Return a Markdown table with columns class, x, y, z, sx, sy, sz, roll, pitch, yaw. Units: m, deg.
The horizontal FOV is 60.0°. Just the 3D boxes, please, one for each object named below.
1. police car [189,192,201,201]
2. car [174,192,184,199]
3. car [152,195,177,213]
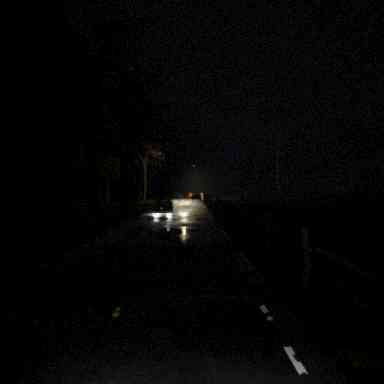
| class | x | y | z | sx | sy | sz | roll | pitch | yaw |
| --- | --- | --- | --- | --- | --- | --- | --- | --- | --- |
| police car | 0.931 | 0.914 | 68.627 | 1.930 | 1.638 | 5.238 | 0 | 0 | 0 |
| car | -2.784 | 0.851 | 74.620 | 1.837 | 1.490 | 4.892 | 0 | 0 | 0 |
| car | -2.861 | 1.345 | 33.423 | 1.994 | 1.385 | 4.181 | 0 | 1 | 0 |
